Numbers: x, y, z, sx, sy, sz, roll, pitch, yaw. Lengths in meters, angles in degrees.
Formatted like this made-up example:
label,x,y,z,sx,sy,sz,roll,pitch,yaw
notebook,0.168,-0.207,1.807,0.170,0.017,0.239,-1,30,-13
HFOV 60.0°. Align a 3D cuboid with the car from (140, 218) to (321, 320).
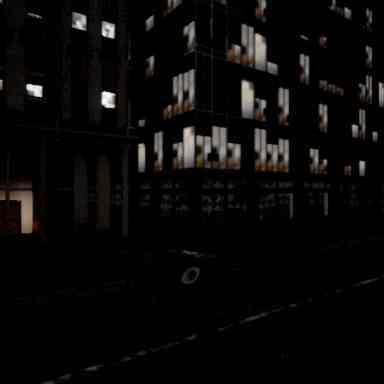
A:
label,x,y,z,sx,sy,sz,roll,pitch,yaw
car,0.917,1.415,7.208,4.097,1.590,1.967,0,1,-36
